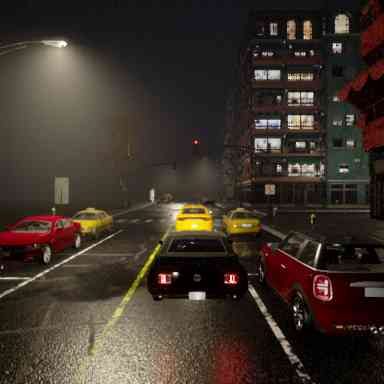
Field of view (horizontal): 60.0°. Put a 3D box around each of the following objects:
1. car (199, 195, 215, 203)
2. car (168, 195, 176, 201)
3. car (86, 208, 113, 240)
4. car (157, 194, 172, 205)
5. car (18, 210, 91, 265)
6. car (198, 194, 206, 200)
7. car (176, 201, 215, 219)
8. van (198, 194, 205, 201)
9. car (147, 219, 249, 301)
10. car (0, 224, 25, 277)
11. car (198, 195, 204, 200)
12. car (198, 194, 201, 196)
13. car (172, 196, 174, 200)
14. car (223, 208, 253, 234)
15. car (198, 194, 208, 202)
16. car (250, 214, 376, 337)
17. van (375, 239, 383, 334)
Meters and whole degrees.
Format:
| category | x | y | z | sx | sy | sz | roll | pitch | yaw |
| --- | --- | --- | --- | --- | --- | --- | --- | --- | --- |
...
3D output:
| category | x | y | z | sx | sy | sz | roll | pitch | yaw |
| --- | --- | --- | --- | --- | --- | --- | --- | --- | --- |
| car | 2.570 | 1.565 | 50.242 | 2.008 | 1.369 | 4.403 | 1 | 0 | 0 |
| car | -5.314 | 1.609 | 89.357 | 1.802 | 1.307 | 4.206 | 1 | 0 | 0 |
| car | -5.308 | 1.529 | 17.130 | 1.752 | 1.417 | 4.829 | 1 | 0 | 0 |
| car | -5.310 | 1.457 | 61.086 | 1.967 | 1.590 | 4.097 | 1 | 0 | 0 |
| car | -5.307 | 1.547 | 11.764 | 1.887 | 1.381 | 4.507 | 1 | 0 | 0 |
| car | 2.568 | 1.599 | 61.564 | 1.802 | 1.307 | 4.206 | 1 | 0 | 0 |
| car | 0.101 | 1.482 | 18.397 | 1.882 | 1.535 | 5.008 | 0 | 0 | 0 |
| van | 2.569 | 1.368 | 89.869 | 1.690 | 1.788 | 3.998 | 1 | 0 | 0 |
| car | 0.100 | 1.603 | 8.280 | 1.895 | 1.301 | 4.718 | 0 | 0 | 0 |
| car | -5.307 | 1.552 | 6.227 | 2.008 | 1.369 | 4.403 | 1 | 0 | 0 |
| car | 2.566 | 1.555 | 95.700 | 1.752 | 1.417 | 4.829 | 1 | 0 | 0 |
| car | 2.568 | 1.587 | 72.886 | 1.947 | 1.339 | 4.313 | 1 | 0 | 0 |
| car | -5.309 | 1.334 | 66.741 | 2.192 | 1.841 | 5.009 | 1 | 0 | 0 |
| car | 2.573 | 1.530 | 17.897 | 1.752 | 1.417 | 4.829 | 1 | 0 | 0 |
| car | 2.570 | 1.338 | 78.547 | 2.192 | 1.841 | 5.009 | 1 | 0 | 0 |
| car | 2.575 | 1.442 | 6.638 | 1.967 | 1.590 | 4.097 | 1 | 0 | 0 |
| van | 2.576 | 1.341 | 1.093 | 1.690 | 1.788 | 3.998 | 1 | 0 | 0 |
